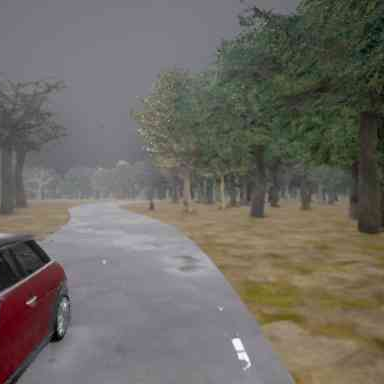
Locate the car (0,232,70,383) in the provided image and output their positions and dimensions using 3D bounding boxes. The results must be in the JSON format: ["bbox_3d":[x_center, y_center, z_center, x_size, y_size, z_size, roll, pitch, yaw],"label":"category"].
[{"bbox_3d":[-2.885,1.362,3.404,2.097,1.767,4.553,0,0,-4],"label":"car"}]
